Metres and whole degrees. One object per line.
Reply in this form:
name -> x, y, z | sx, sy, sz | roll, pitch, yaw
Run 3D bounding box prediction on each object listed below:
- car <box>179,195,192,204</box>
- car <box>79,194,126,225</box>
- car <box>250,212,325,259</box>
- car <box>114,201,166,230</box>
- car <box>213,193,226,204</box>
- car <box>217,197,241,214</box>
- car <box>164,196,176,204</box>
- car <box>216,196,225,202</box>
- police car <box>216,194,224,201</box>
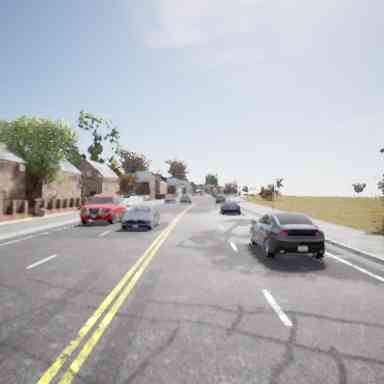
car -> -1.153, 1.352, 62.262 | 2.097, 1.767, 4.553 | 0, 0, 4
car -> -6.265, 1.204, 24.180 | 2.150, 2.045, 5.566 | 0, 0, 2
car -> 3.438, 1.506, 12.625 | 1.837, 1.490, 4.892 | 0, 0, 1
car -> -3.104, 1.536, 21.144 | 2.033, 1.411, 5.357 | 0, 0, 1
car -> 5.487, 1.416, 63.934 | 2.033, 1.649, 4.856 | 0, 0, 4
car -> 4.040, 1.556, 35.406 | 1.994, 1.385, 4.181 | 0, 0, 2
car -> -4.221, 1.488, 64.873 | 1.812, 1.442, 4.674 | 0, 0, 4
car -> 6.321, 1.545, 74.847 | 1.994, 1.385, 4.181 | 0, 0, 5
police car -> 7.298, 1.404, 85.858 | 1.930, 1.638, 5.238 | 0, 0, 5
